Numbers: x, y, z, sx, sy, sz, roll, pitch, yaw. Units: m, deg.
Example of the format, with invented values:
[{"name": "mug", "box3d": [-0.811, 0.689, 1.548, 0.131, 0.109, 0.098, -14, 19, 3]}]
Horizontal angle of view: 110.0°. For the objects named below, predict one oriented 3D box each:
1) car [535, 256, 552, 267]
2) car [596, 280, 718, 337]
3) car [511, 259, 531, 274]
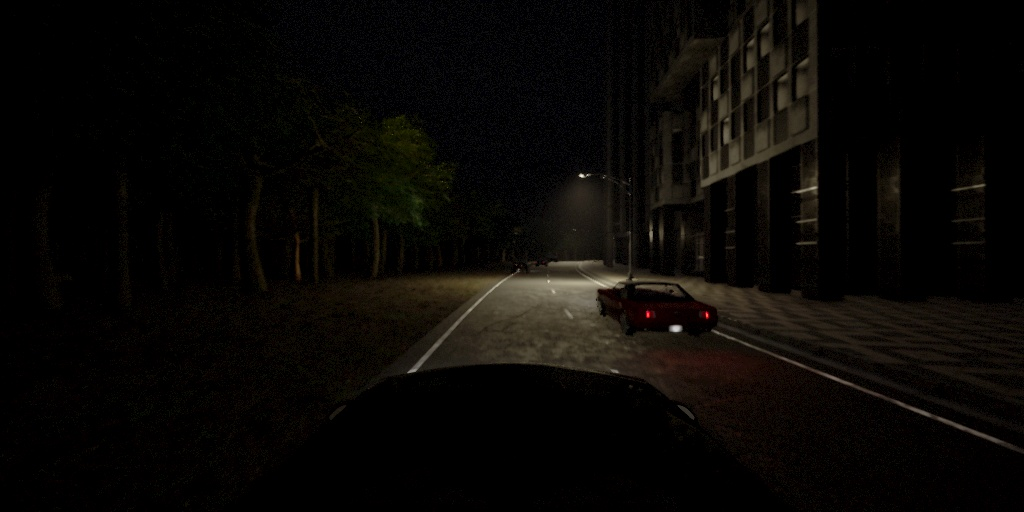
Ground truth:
[{"name": "car", "box3d": [4.795, 1.028, 58.078, 2.033, 1.411, 5.357, 0, 0, 10]}, {"name": "car", "box3d": [3.761, 1.347, 10.317, 1.895, 1.301, 4.718, 0, 0, 2]}, {"name": "car", "box3d": [0.982, 1.118, 39.511, 1.837, 1.490, 4.892, 0, 0, 7]}]
